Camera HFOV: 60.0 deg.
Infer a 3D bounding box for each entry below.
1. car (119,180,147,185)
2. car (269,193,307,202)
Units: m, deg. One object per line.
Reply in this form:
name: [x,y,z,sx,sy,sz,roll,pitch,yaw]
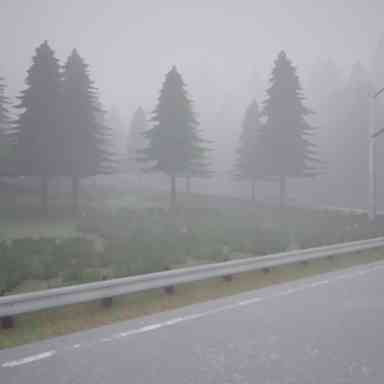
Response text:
car: [-7.854,-0.941,45.733,4.674,1.442,1.812,4,1,10]
car: [10.675,0.848,37.407,1.812,1.442,4.674,0,4,-40]
